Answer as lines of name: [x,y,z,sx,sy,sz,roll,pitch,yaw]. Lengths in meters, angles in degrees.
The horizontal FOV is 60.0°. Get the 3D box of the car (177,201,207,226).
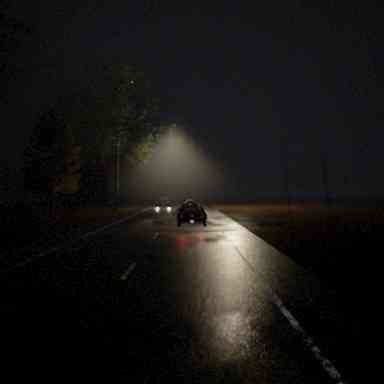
car: [-0.018,1.518,22.787,1.895,1.301,4.718,0,0,0]

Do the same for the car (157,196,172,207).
car: [-3.947,1.316,47.805,1.882,1.535,5.008,0,0,-1]

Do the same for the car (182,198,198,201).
car: [-0.246,1.423,41.188,1.994,1.385,4.181,0,0,-1]
